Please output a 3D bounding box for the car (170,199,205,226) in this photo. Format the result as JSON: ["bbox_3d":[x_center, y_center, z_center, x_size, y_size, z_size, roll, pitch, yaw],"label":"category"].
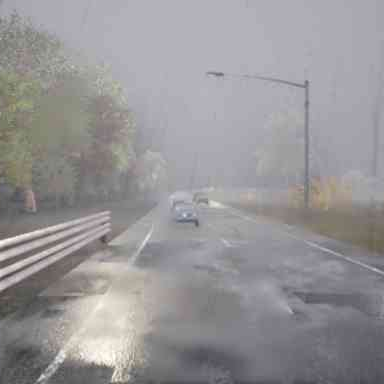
[{"bbox_3d":[-0.525,1.440,22.441,2.033,1.411,5.357,0,0,-3],"label":"car"}]

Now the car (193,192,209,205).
[{"bbox_3d":[1.629,1.235,52.218,1.837,1.490,4.892,0,0,-2],"label":"car"}]

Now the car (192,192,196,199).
[{"bbox_3d":[1.193,0.923,62.661,2.150,2.045,5.566,0,0,-2],"label":"car"}]

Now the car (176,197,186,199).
[{"bbox_3d":[-1.566,1.366,47.244,1.895,1.301,4.718,0,0,-2],"label":"car"}]
